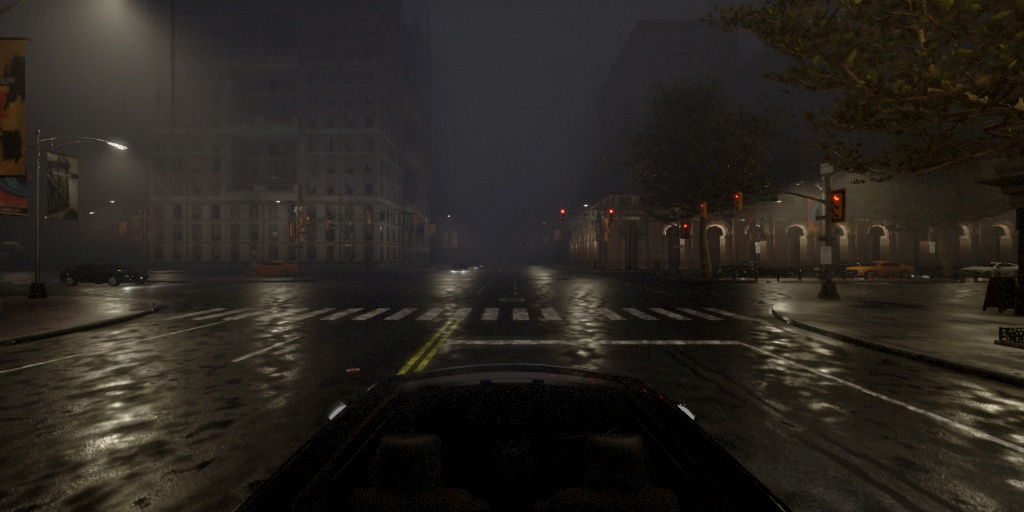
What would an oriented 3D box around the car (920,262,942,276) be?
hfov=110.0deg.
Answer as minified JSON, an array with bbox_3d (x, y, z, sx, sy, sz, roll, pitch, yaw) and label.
[{"bbox_3d":[42.935,1.314,35.805,4.181,1.385,1.994,0,0,0],"label":"car"}]

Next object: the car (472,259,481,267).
[{"bbox_3d":[-7.148,1.256,64.752,1.837,1.490,4.892,0,0,1],"label":"car"}]

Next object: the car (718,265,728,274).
[{"bbox_3d":[23.288,1.241,35.900,4.902,1.511,2.128,0,0,0],"label":"car"}]

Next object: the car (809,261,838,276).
[{"bbox_3d":[32.886,1.241,35.861,4.902,1.511,2.128,0,0,0],"label":"car"}]

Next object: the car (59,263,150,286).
[{"bbox_3d":[-27.647,1.255,24.418,4.892,1.490,1.837,0,0,0],"label":"car"}]

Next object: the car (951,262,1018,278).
[{"bbox_3d":[43.279,1.276,32.304,4.674,1.442,1.812,0,0,1],"label":"car"}]

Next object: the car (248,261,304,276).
[{"bbox_3d":[-23.717,1.227,36.054,5.008,1.535,1.882,0,0,0],"label":"car"}]

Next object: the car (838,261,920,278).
[{"bbox_3d":[33.053,1.228,32.357,5.008,1.535,1.882,0,0,0],"label":"car"}]

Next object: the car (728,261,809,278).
[{"bbox_3d":[23.088,1.297,32.400,5.357,1.411,2.033,0,0,0],"label":"car"}]

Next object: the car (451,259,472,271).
[{"bbox_3d":[-7.170,1.314,49.475,1.994,1.385,4.181,0,0,0],"label":"car"}]
